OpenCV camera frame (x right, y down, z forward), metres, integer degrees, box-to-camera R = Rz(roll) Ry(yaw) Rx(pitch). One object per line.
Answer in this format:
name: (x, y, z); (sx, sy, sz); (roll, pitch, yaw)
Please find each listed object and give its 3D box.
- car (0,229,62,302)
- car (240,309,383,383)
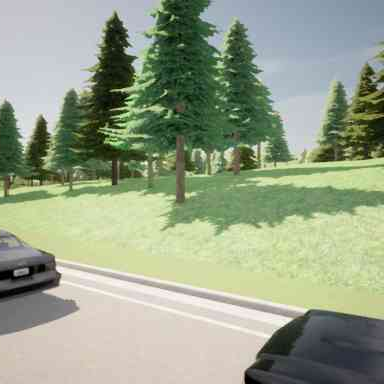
car: (-5.248, 1.550, 7.721); (5.357, 1.411, 2.033); (0, 0, 36)
car: (2.665, 1.601, 2.089); (4.718, 1.301, 1.895); (0, 0, 36)
